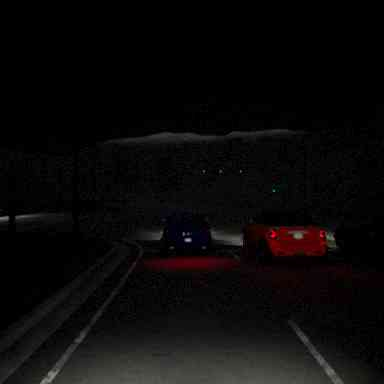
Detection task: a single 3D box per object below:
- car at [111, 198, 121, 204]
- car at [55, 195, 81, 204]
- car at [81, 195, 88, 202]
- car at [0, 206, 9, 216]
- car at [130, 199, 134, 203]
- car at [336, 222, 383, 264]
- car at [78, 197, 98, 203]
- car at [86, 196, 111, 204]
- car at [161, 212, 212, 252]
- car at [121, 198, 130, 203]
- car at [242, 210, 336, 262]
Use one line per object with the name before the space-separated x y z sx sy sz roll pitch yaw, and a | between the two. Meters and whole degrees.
car | -20.422 2.093 81.555 5.008 1.535 1.882 0 -1 32
car | -31.087 1.929 83.258 4.553 1.767 2.097 0 0 18
car | -29.401 1.813 86.355 5.566 2.045 2.150 0 0 21
car | -21.535 1.765 34.763 4.892 1.490 1.837 1 0 -1
car | -17.720 2.260 88.151 4.718 1.301 1.895 0 -1 32
car | 6.863 1.690 11.703 1.895 1.301 4.718 0 0 -2
car | -28.019 2.103 89.570 4.892 1.490 1.837 0 0 21
car | -22.015 2.186 78.406 4.718 1.301 1.895 0 -1 35
car | -0.300 1.587 14.421 1.882 1.535 5.008 0 0 -4
car | -18.904 2.164 84.734 4.902 1.511 2.128 0 -1 32
car | 3.303 1.448 12.736 2.097 1.767 4.553 0 -1 -3
